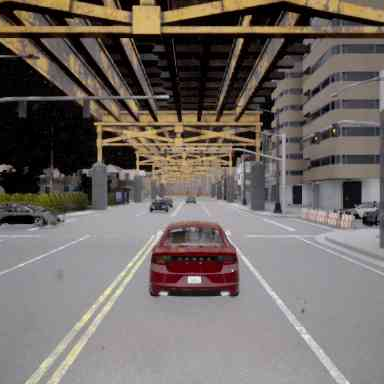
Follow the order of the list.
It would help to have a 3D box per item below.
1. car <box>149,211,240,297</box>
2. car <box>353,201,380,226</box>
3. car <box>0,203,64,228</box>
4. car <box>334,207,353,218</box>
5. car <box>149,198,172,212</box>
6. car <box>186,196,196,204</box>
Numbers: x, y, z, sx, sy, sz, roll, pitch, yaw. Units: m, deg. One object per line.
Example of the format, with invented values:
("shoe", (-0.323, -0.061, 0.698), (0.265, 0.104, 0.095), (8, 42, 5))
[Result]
("car", (0.053, 1.478, 8.643), (1.882, 1.535, 5.008), (0, 0, 0))
("car", (13.211, 1.453, 21.343), (4.974, 1.542, 2.038), (0, 0, -20))
("car", (-10.789, 1.492, 21.524), (4.902, 1.511, 2.128), (0, 0, 5))
("car", (13.574, 1.295, 25.481), (4.536, 1.218, 1.853), (0, 0, 25))
("car", (-3.684, 1.564, 38.282), (1.994, 1.385, 4.181), (0, 0, 0))
("car", (-0.153, 1.547, 63.319), (2.033, 1.411, 5.357), (0, 0, 0))
